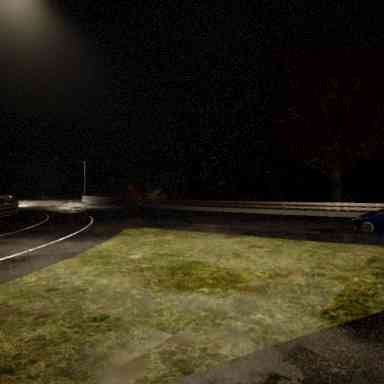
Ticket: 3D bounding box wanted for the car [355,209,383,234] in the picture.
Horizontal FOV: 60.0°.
[{"bbox_3d":[11.084,1.559,17.890,4.181,1.385,1.994,0,0,32],"label":"car"}]
